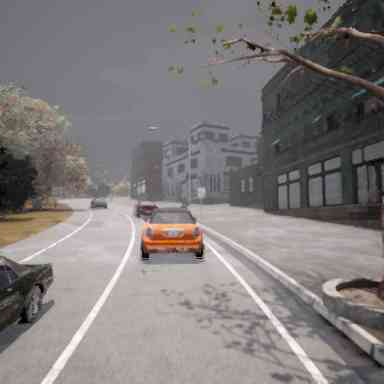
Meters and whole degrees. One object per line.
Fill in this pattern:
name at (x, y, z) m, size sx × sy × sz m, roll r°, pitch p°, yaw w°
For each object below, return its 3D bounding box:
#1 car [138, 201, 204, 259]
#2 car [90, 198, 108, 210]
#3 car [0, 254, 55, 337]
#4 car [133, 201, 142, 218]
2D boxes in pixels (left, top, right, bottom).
car at (-0.838, 1.373, 12.896) m, size 2.097 × 1.767 × 4.553 m, roll 0°, pitch 0°, yaw -6°
car at (-12.425, 1.542, 44.296) m, size 2.033 × 1.411 × 5.357 m, roll 2°, pitch -1°, yaw -22°
car at (-3.547, 1.603, 4.327) m, size 1.895 × 1.301 × 4.718 m, roll 0°, pitch 0°, yaw -3°
car at (-4.463, 1.561, 31.549) m, size 1.882 × 1.535 × 5.008 m, roll 1°, pitch -1°, yaw -15°
